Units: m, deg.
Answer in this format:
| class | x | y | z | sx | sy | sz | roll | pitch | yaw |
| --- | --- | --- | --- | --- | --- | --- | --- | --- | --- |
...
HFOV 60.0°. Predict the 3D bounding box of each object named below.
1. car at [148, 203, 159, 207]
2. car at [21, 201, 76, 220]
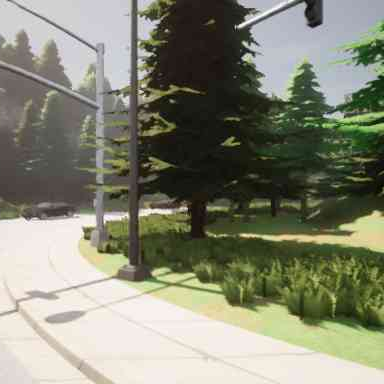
| class | x | y | z | sx | sy | sz | roll | pitch | yaw |
| --- | --- | --- | --- | --- | --- | --- | --- | --- | --- |
| car | -3.548 | 1.698 | 43.788 | 1.895 | 1.301 | 4.718 | 0 | 0 | 39 |
| car | -12.231 | 1.528 | 28.653 | 1.882 | 1.535 | 5.008 | 0 | 0 | 22 |
